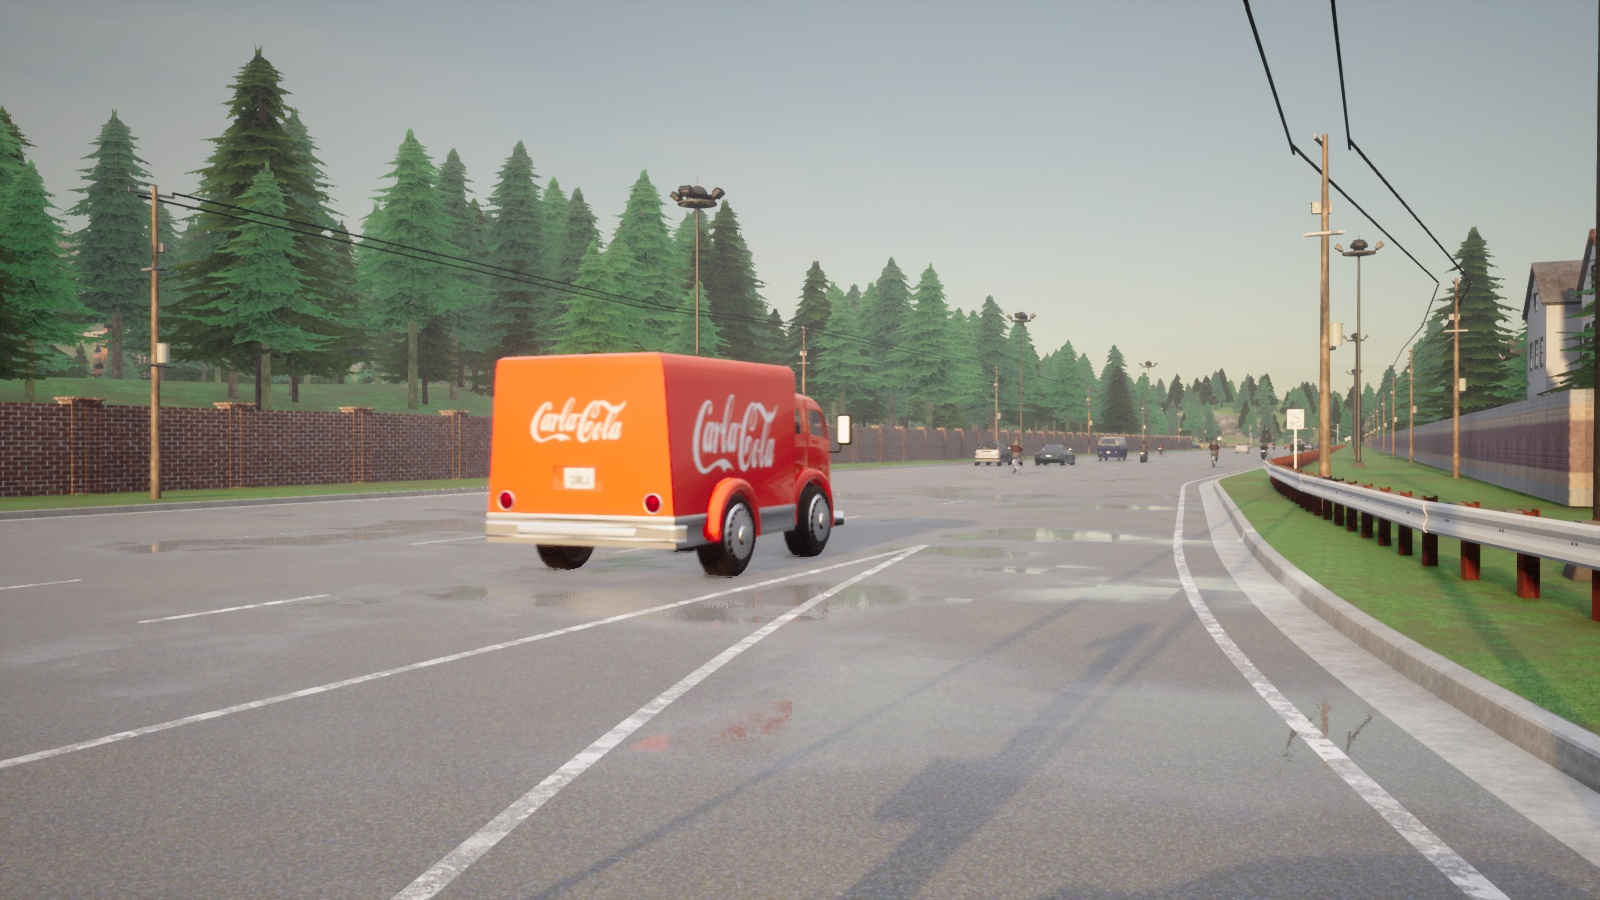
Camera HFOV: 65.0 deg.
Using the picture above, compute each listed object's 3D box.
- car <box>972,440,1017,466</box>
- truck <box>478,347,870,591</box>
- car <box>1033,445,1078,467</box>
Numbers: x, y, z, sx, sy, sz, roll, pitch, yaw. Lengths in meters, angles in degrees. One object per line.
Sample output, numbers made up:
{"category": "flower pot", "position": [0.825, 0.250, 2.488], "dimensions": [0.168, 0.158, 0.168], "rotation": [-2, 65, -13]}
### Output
{"category": "car", "position": [12.648, 0.195, 81.467], "dimensions": [1.851, 1.617, 3.988], "rotation": [0, 0, 24]}
{"category": "truck", "position": [-1.280, 0.171, 15.612], "dimensions": [2.627, 2.467, 5.204], "rotation": [0, 0, 24]}
{"category": "car", "position": [16.697, 0.361, 81.961], "dimensions": [1.994, 1.385, 4.181], "rotation": [0, 0, 24]}
